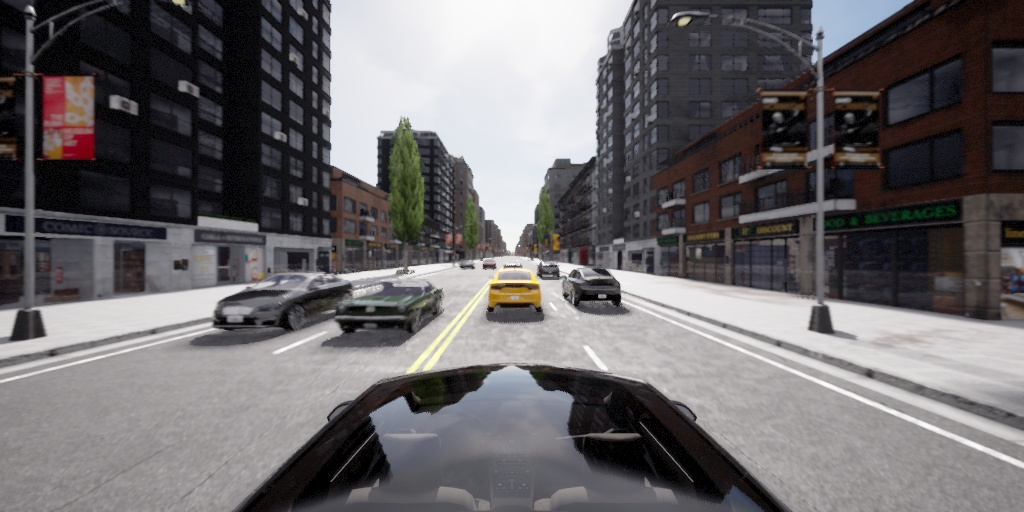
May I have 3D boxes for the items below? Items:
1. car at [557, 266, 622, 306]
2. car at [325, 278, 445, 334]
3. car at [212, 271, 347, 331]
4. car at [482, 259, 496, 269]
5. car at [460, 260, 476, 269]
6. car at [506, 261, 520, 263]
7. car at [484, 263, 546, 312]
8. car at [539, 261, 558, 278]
[{"bbox_3d":[3.348,1.251,15.715,1.837,1.490,4.892,0,0,0],"label":"car"},{"bbox_3d":[-3.350,1.349,10.706,1.895,1.301,4.718,0,0,0],"label":"car"},{"bbox_3d":[-6.600,1.240,10.999,2.128,1.511,4.902,0,0,0],"label":"car"},{"bbox_3d":[-3.319,1.182,53.403,1.882,1.535,5.008,0,0,0],"label":"car"},{"bbox_3d":[-6.566,1.268,53.372,1.994,1.385,4.181,0,0,0],"label":"car"},{"bbox_3d":[0.096,1.221,33.798,2.128,1.511,4.902,0,0,0],"label":"car"},{"bbox_3d":[0.099,1.225,14.319,1.882,1.535,5.008,0,0,0],"label":"car"},{"bbox_3d":[3.349,1.221,33.790,2.128,1.511,4.902,0,0,0],"label":"car"}]
